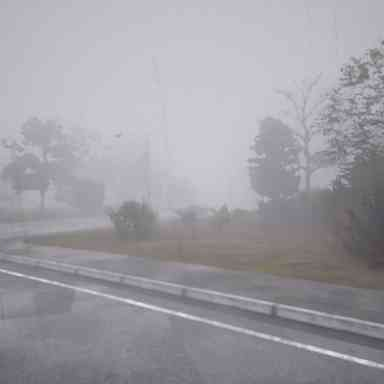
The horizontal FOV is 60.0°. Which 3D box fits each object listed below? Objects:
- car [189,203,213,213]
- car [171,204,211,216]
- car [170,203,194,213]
[{"bbox_3d":[1.569,2.638,55.679,1.994,1.385,4.181,-3,-2,33],"label":"car"},{"bbox_3d":[0.004,2.186,40.001,2.033,1.411,5.357,-3,-2,32],"label":"car"},{"bbox_3d":[-1.660,2.761,57.122,1.812,1.442,4.674,-3,-2,33],"label":"car"}]
